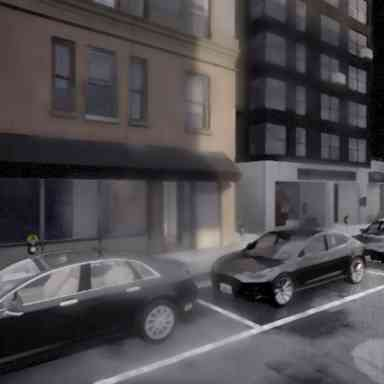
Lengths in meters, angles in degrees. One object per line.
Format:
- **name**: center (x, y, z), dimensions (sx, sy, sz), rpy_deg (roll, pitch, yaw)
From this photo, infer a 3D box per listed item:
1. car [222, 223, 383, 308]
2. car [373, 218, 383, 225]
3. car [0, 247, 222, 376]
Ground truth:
- **car**: center (2.458, 1.561, 7.943), dimensions (4.313, 1.339, 1.947), rpy_deg (0, 0, -36)
- **car**: center (6.863, 1.557, 11.087), dimensions (4.313, 1.339, 1.947), rpy_deg (0, 0, -36)
- **car**: center (-1.948, 1.550, 4.798), dimensions (4.403, 1.369, 2.008), rpy_deg (0, 0, -36)
